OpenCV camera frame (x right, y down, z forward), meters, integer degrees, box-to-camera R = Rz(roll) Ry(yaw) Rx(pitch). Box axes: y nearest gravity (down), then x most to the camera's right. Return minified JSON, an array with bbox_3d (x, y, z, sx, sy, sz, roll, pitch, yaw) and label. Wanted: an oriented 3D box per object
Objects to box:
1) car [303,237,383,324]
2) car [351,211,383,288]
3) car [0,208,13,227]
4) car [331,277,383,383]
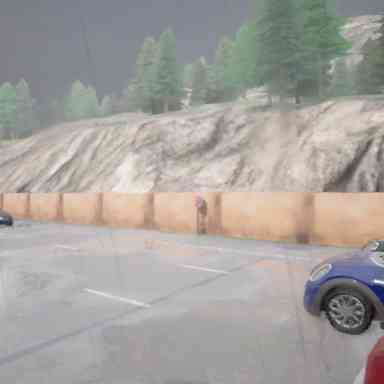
[{"bbox_3d":[4.245,1.423,5.417,4.553,1.767,2.097,0,-1,35],"label":"car"},{"bbox_3d":[6.549,1.458,8.082,4.553,1.767,2.097,0,-1,35],"label":"car"},{"bbox_3d":[-14.433,1.744,23.493,4.181,1.385,1.994,0,-1,37],"label":"car"},{"bbox_3d":[3.377,1.633,1.657,4.718,1.301,1.895,0,-1,36],"label":"car"}]
